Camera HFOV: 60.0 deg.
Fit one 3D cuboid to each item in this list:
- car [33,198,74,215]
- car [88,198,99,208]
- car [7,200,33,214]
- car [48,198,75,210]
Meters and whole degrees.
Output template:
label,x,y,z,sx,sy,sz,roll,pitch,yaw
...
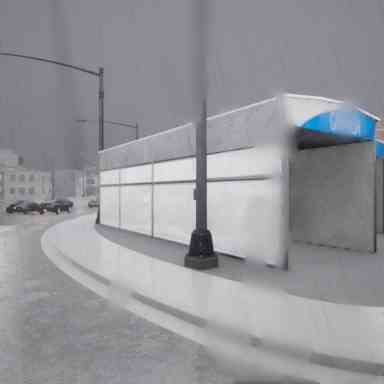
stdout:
label,x,y,z,sx,sy,sz,roll,pitch,yaw
car,-14.101,1.505,34.469,1.837,1.490,4.892,0,0,1
car,-12.816,1.552,47.428,1.994,1.385,4.181,0,0,25
car,-17.579,1.564,35.206,1.994,1.385,4.181,0,0,3
car,-17.652,1.537,45.310,2.033,1.411,5.357,0,0,-6
